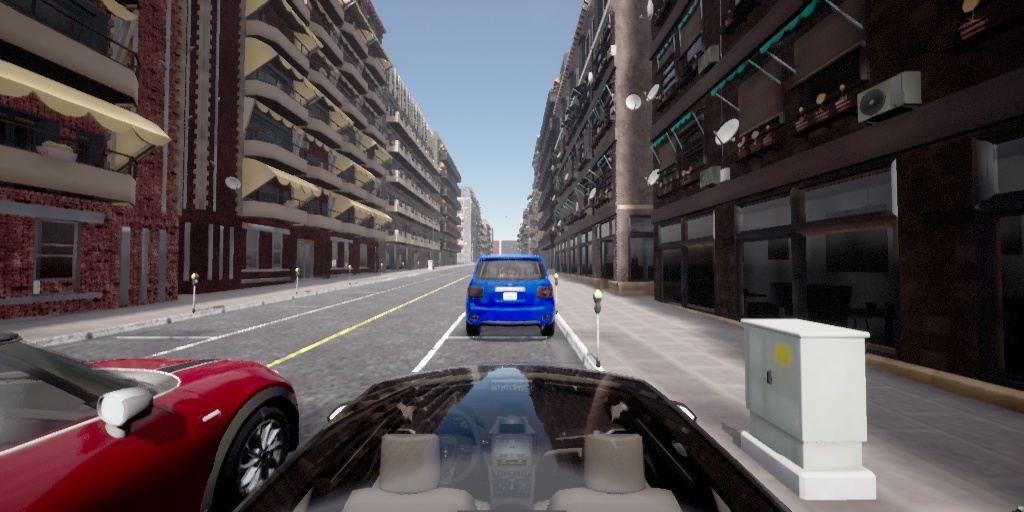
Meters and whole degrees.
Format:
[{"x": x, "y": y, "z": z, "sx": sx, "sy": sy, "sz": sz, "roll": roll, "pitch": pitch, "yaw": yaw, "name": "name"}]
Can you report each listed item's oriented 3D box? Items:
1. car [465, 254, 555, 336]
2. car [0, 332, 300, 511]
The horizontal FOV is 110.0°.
[{"x": -0.039, "y": 0.974, "z": 10.534, "sx": 2.150, "sy": 2.045, "sz": 5.566, "roll": 0, "pitch": 0, "yaw": 0, "name": "car"}, {"x": -3.020, "y": 1.096, "z": 1.471, "sx": 2.097, "sy": 1.767, "sz": 4.553, "roll": 0, "pitch": 0, "yaw": 0, "name": "car"}]
